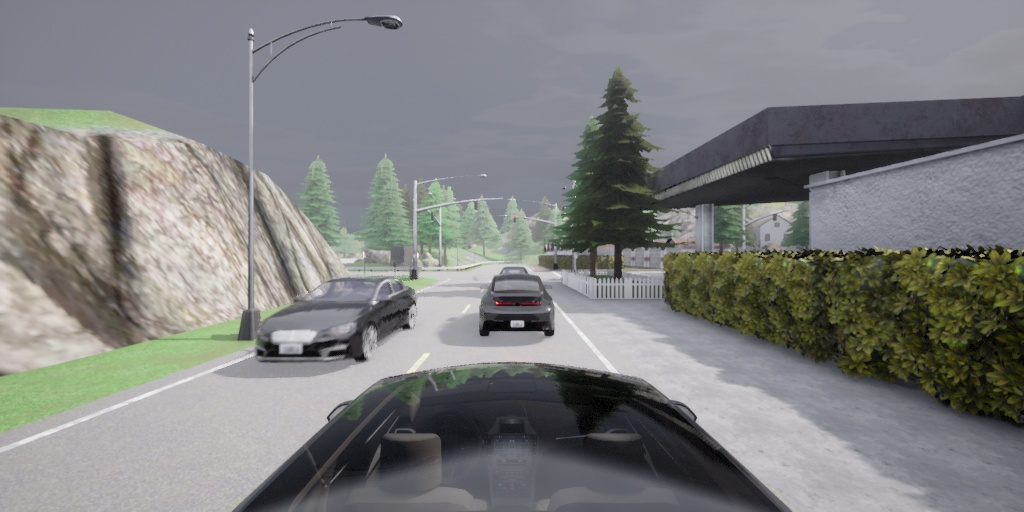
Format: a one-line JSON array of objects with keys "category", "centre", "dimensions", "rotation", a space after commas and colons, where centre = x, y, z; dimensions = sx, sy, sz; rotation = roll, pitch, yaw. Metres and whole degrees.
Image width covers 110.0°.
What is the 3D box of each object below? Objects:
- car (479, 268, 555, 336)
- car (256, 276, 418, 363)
[{"category": "car", "centre": [0.123, 1.253, 10.334], "dimensions": [1.837, 1.490, 4.892], "rotation": [0, 0, 0]}, {"category": "car", "centre": [-3.577, 1.240, 8.270], "dimensions": [2.128, 1.511, 4.902], "rotation": [0, 0, 0]}]
